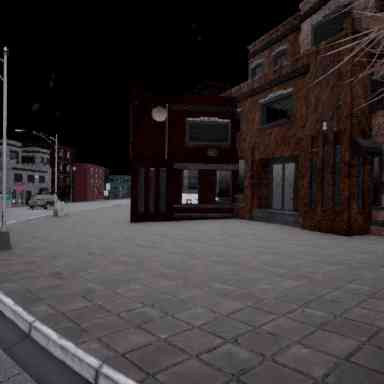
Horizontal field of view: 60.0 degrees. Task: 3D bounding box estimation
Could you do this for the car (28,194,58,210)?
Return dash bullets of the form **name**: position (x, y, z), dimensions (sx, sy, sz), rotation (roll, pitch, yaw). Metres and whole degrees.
- **car**: position (-20.570, 1.342, 46.276), dimensions (2.150, 2.045, 5.566), rotation (1, 0, -1)
